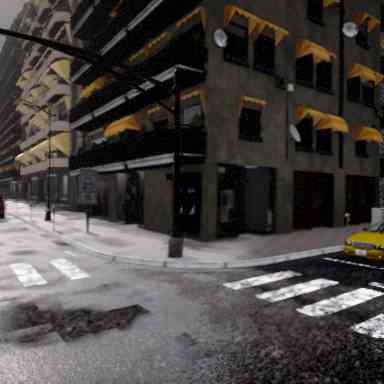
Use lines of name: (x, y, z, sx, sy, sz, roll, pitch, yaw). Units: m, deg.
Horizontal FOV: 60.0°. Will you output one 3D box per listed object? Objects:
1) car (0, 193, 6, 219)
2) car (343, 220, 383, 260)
car: (-14.832, 0.936, 24.158, 2.192, 1.841, 5.009, 2, 0, -36)
car: (7.165, 1.546, 11.656, 4.829, 1.417, 1.752, 0, 0, -35)
